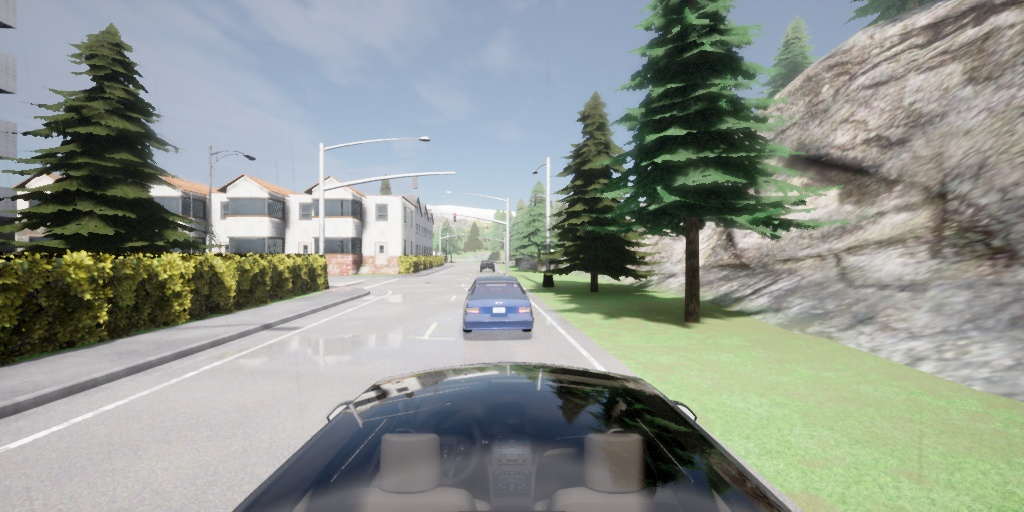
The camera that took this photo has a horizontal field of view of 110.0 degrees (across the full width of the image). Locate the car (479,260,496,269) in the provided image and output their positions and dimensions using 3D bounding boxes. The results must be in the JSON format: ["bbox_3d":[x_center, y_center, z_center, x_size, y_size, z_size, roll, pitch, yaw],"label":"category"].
[{"bbox_3d":[-3.111,1.255,45.293,1.837,1.490,4.892,0,0,-4],"label":"car"}]

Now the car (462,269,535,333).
[{"bbox_3d":[-0.478,1.297,10.777,2.033,1.411,5.357,0,0,-4],"label":"car"}]
